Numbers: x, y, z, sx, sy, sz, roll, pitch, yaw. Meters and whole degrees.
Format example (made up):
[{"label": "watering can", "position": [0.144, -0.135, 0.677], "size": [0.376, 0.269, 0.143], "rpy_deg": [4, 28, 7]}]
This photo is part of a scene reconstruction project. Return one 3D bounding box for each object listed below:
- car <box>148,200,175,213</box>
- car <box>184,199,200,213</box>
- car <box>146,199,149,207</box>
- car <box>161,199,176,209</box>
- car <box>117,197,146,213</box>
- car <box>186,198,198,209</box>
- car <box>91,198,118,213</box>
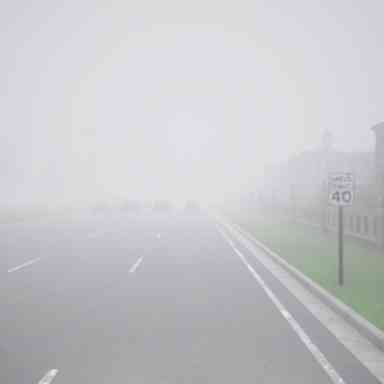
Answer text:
[{"label": "car", "position": [-3.501, 1.624, 39.041], "size": [2.128, 1.511, 4.902], "rpy_deg": [0, 0, 0]}, {"label": "car", "position": [-0.001, 1.680, 39.041], "size": [2.033, 1.411, 5.357], "rpy_deg": [0, 0, 0]}, {"label": "car", "position": [-7.001, 1.732, 49.461], "size": [1.994, 1.385, 4.181], "rpy_deg": [0, 0, 0]}, {"label": "car", "position": [-3.501, 1.769, 49.515], "size": [1.895, 1.301, 4.718], "rpy_deg": [0, 0, 0]}, {"label": "car", "position": [-7.001, 1.610, 39.041], "size": [1.882, 1.535, 5.008], "rpy_deg": [0, 0, 0]}, {"label": "car", "position": [-0.001, 1.694, 49.461], "size": [1.812, 1.442, 4.674], "rpy_deg": [0, 0, 0]}, {"label": "car", "position": [-10.501, 1.698, 39.424], "size": [1.994, 1.385, 4.181], "rpy_deg": [0, 0, 0]}]
